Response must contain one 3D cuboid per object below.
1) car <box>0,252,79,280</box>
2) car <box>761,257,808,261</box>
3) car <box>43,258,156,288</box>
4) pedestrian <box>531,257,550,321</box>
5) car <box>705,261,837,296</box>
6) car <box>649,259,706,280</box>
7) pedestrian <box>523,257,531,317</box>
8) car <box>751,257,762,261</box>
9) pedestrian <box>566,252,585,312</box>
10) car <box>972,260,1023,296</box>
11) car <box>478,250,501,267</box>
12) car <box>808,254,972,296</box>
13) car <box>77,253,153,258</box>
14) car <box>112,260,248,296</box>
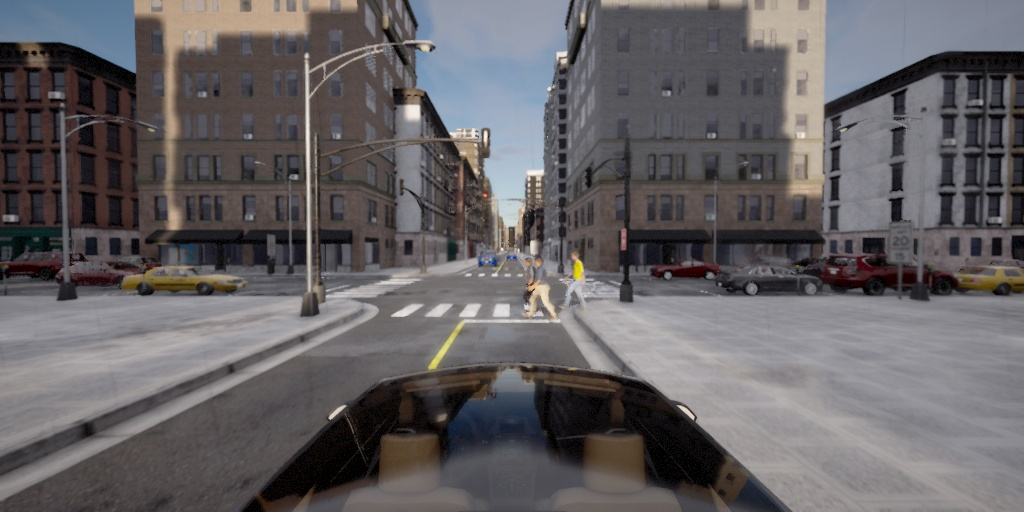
[{"bbox_3d":[-32.078,0.647,24.538,5.009,1.841,2.192,0,0,0],"label":"car"},{"bbox_3d":[18.527,0.904,21.976,4.892,1.490,1.837,0,1,0],"label":"car"},{"bbox_3d":[-21.208,0.982,19.021,4.674,1.442,1.812,0,1,0],"label":"car"},{"bbox_3d":[0.804,0.898,10.093,0.375,1.860,0.375,0,1,0],"label":"pedestrian"},{"bbox_3d":[11.752,1.069,16.509,4.403,1.370,2.007,0,0,0],"label":"car"},{"bbox_3d":[11.754,0.886,24.532,4.507,1.381,1.888,0,0,0],"label":"car"},{"bbox_3d":[0.606,0.878,11.294,0.375,1.860,0.375,0,1,0],"label":"pedestrian"},{"bbox_3d":[17.162,0.782,24.532,4.097,1.591,1.967,0,0,0],"label":"car"},{"bbox_3d":[1.890,0.729,10.692,0.375,1.860,0.375,0,1,0],"label":"pedestrian"},{"bbox_3d":[22.741,1.047,16.508,4.829,1.417,1.751,0,0,0],"label":"car"},{"bbox_3d":[-2.857,0.259,43.351,2.150,2.045,5.566,0,1,0],"label":"car"},{"bbox_3d":[17.161,0.835,16.509,5.009,1.841,2.192,0,0,0],"label":"car"},{"bbox_3d":[-26.416,0.773,24.537,4.097,1.591,1.967,0,0,0],"label":"car"},{"bbox_3d":[-14.923,1.038,16.513,4.829,1.417,1.751,0,0,0],"label":"car"}]
